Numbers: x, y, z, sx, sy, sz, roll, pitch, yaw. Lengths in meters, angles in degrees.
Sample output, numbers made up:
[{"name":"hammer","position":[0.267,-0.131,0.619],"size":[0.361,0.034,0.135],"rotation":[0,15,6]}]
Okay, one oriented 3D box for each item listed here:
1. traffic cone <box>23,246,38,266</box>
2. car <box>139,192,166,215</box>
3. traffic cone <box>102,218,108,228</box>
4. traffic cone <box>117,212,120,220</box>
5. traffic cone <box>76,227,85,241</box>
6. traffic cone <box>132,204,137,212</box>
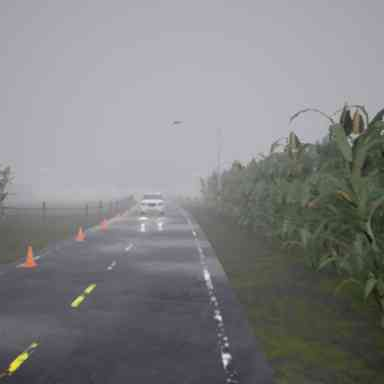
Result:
[{"name":"traffic cone","position":[-4.859,1.904,9.986],"size":[0.340,0.580,0.340],"rotation":[0,0,-1]},{"name":"car","position":[-3.689,1.055,31.458],"size":[2.150,2.045,5.566],"rotation":[0,0,-4]},{"name":"traffic cone","position":[-5.230,1.851,19.923],"size":[0.340,0.580,0.340],"rotation":[0,0,-3]},{"name":"traffic cone","position":[-5.502,1.824,24.887],"size":[0.340,0.580,0.340],"rotation":[0,0,-3]},{"name":"traffic cone","position":[-5.016,1.877,14.955],"size":[0.340,0.580,0.340],"rotation":[0,0,-2]},{"name":"traffic cone","position":[-6.217,1.772,34.803],"size":[0.340,0.580,0.340],"rotation":[0,0,-5]}]
